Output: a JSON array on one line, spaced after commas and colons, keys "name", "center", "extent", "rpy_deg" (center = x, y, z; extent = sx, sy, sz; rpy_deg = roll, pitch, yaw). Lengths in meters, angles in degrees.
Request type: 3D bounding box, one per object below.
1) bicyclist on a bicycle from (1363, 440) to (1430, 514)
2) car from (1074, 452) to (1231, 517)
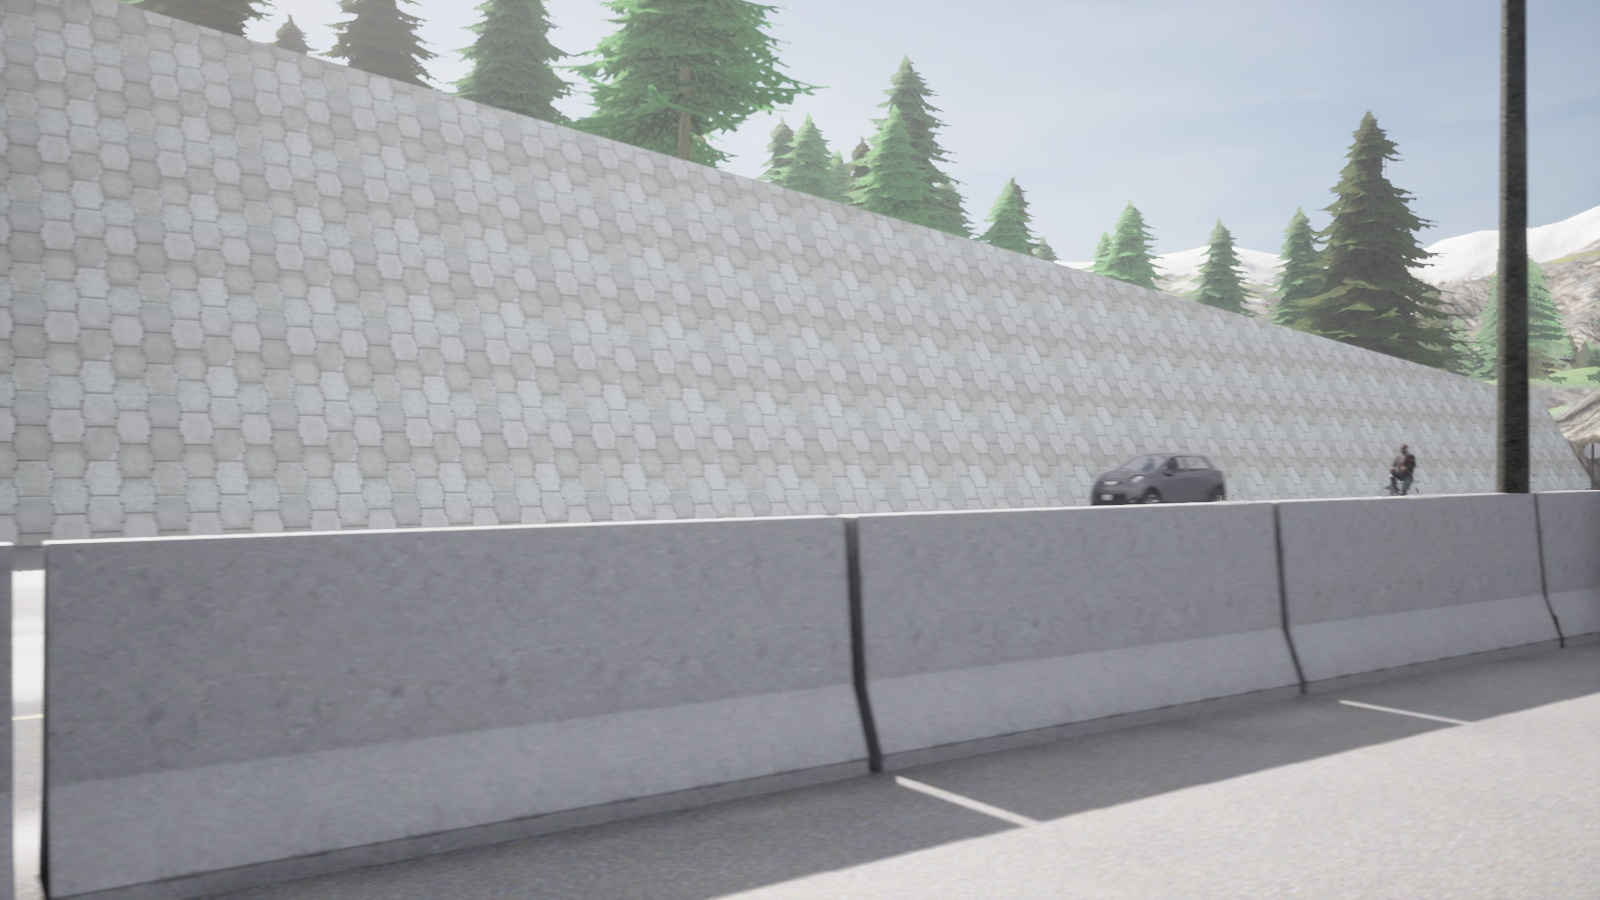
[{"name": "bicyclist on a bicycle", "center": [14.701, 0.660, 30.949], "extent": [1.843, 1.776, 0.659], "rpy_deg": [0, 0, -35]}, {"name": "car", "center": [8.723, 0.816, 31.052], "extent": [3.633, 1.501, 1.845], "rpy_deg": [0, 0, -35]}]
